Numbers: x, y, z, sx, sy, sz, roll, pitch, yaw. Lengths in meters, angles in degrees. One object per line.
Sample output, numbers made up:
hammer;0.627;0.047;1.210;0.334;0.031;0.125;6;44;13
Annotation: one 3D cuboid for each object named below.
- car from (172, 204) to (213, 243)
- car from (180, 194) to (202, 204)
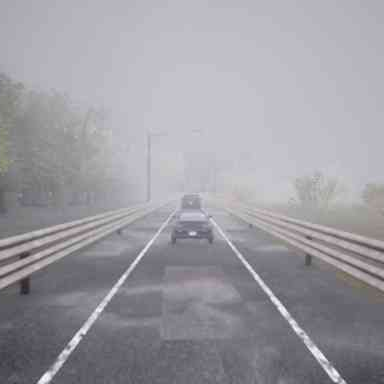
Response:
car;0.015;1.532;15.994;1.812;1.442;4.674;0;0;0
car;-0.100;1.231;36.447;2.150;2.045;5.566;0;0;0
